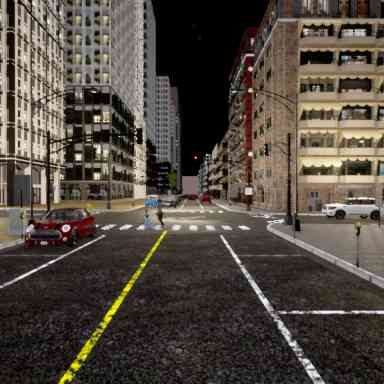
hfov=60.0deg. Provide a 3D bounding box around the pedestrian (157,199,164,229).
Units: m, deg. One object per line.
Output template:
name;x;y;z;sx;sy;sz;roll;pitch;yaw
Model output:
pedestrian;-1.907;1.295;20.142;0.375;1.860;0.375;0;0;0

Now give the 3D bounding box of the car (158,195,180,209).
car;-3.107;1.502;46.211;2.128;1.511;4.902;0;0;0

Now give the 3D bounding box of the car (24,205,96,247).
car;-5.694;1.441;14.807;1.967;1.590;4.097;0;0;0

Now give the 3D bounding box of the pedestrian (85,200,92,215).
pedestrian;-5.885;1.295;18.941;0.375;1.860;0.375;0;0;0

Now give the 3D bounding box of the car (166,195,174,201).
car;-5.709;1.479;86.137;1.967;1.590;4.097;0;0;0

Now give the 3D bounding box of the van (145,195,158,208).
van;-5.701;1.352;47.281;1.690;1.788;3.998;0;0;0

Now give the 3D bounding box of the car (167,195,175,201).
car;-5.710;1.569;91.518;1.752;1.417;4.829;0;0;0

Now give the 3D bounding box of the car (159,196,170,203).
car;-5.705;1.550;69.315;1.752;1.417;4.829;0;0;0

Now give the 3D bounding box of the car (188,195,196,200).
car;-0.015;1.484;86.814;1.895;1.301;4.718;0;0;0

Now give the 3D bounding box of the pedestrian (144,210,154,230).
pedestrian;-2.602;1.575;19.535;0.375;1.300;0.375;0;0;0

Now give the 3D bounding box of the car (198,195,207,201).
car;2.672;1.589;86.140;2.008;1.369;4.403;0;0;0

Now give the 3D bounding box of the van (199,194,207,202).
van;2.672;1.375;80.590;1.690;1.788;3.998;0;0;0

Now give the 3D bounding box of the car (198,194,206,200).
car;2.670;1.359;91.691;2.192;1.841;5.009;0;0;0

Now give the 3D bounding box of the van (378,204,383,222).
van;16.925;1.706;25.545;3.998;1.788;1.690;1;-1;0

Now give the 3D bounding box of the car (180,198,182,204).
car;-3.099;1.508;56.288;2.128;1.511;4.902;0;0;0

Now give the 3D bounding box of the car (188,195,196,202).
car;-0.012;1.500;76.361;1.882;1.535;5.008;0;0;0

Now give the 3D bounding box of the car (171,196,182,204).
car;-3.039;1.586;66.320;1.994;1.385;4.181;0;0;1

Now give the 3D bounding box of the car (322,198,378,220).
car;15.280;1.546;31.473;5.566;2.045;2.150;1;0;-2

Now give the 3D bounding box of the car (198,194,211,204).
car;2.676;1.336;63.937;2.192;1.841;5.009;0;0;0
